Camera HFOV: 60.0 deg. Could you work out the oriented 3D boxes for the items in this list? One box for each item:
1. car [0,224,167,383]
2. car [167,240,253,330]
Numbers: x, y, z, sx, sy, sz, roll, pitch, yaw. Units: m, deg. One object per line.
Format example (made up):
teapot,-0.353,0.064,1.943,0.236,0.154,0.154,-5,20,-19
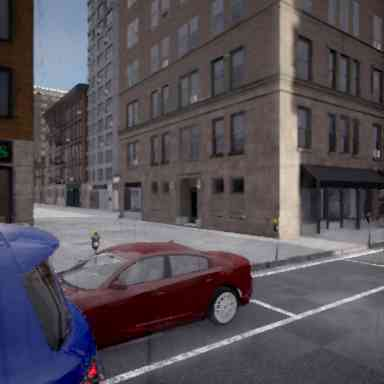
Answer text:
car,-3.026,1.217,0.909,5.566,2.045,2.150,0,0,-36
car,-0.970,1.550,5.496,4.507,1.381,1.887,0,0,-36
